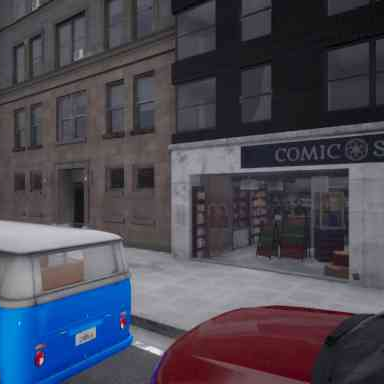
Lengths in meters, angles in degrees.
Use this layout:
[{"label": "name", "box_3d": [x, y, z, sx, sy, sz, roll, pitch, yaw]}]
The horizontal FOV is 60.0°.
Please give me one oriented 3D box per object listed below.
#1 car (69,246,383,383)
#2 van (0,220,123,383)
[{"label": "car", "box_3d": [1.955, 1.315, 1.415, 5.009, 1.841, 2.192, 0, 0, 36]}, {"label": "van", "box_3d": [-2.665, 1.341, 4.718, 3.998, 1.788, 1.690, 0, 0, 36]}]
